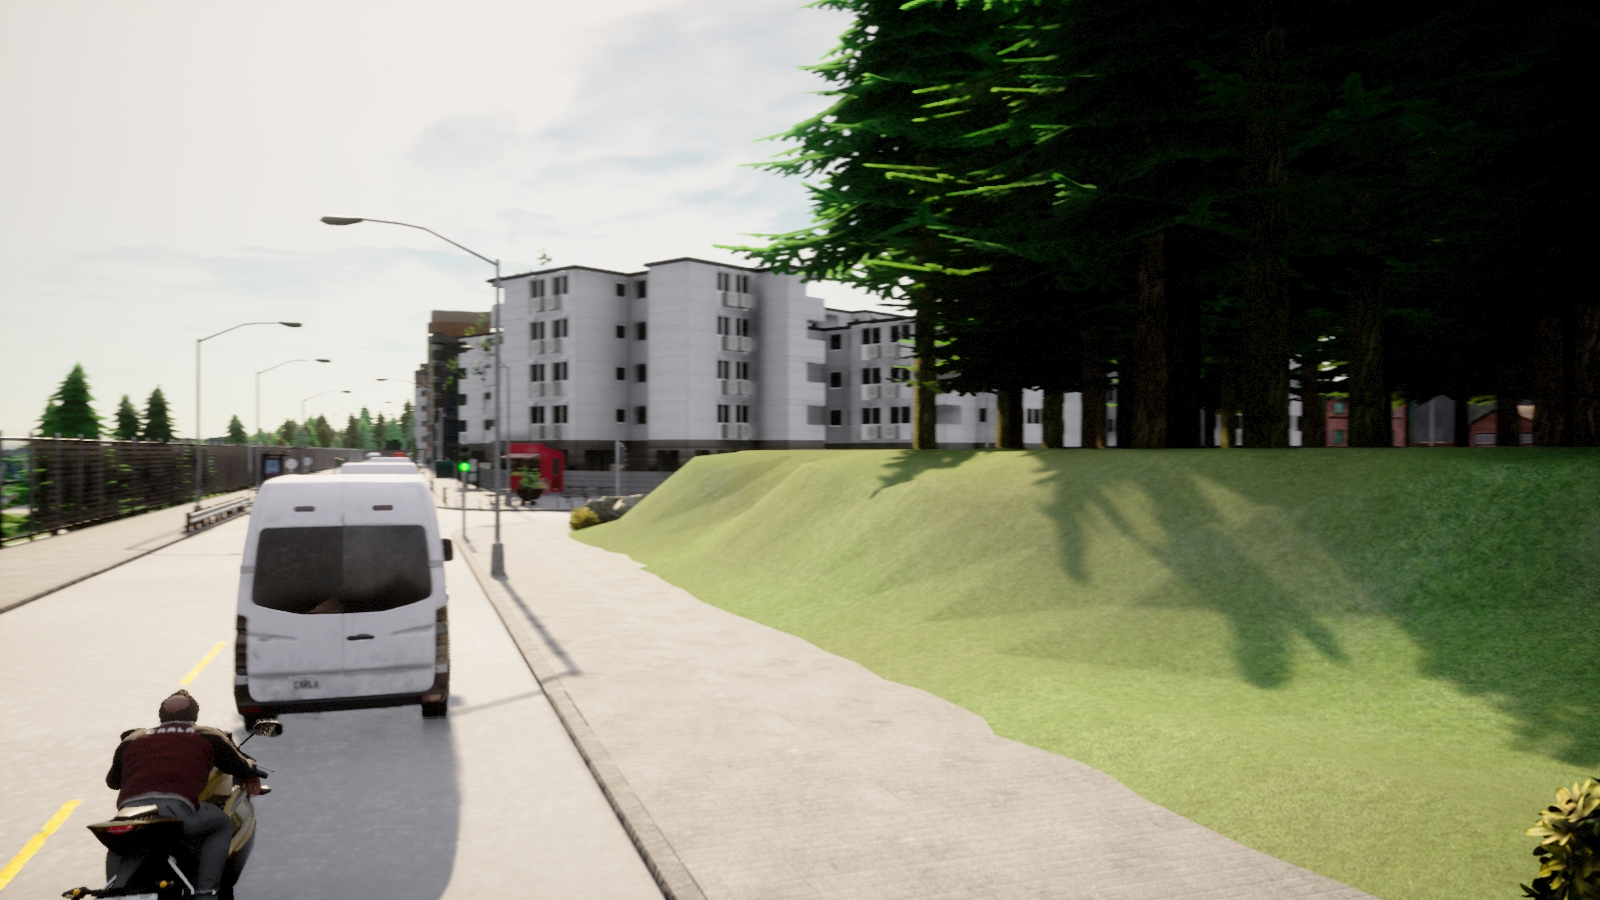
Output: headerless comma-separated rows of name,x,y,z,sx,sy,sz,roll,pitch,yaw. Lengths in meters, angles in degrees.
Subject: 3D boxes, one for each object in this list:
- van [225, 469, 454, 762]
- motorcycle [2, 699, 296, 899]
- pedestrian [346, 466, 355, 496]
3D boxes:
van,-5.251,1.554,13.516,1.988,2.561,5.915,0,0,-19
motorcycle,-3.348,2.214,6.138,0.867,1.251,2.209,0,0,-16
pedestrian,-28.254,1.943,71.804,0.375,1.860,0.375,0,0,4
